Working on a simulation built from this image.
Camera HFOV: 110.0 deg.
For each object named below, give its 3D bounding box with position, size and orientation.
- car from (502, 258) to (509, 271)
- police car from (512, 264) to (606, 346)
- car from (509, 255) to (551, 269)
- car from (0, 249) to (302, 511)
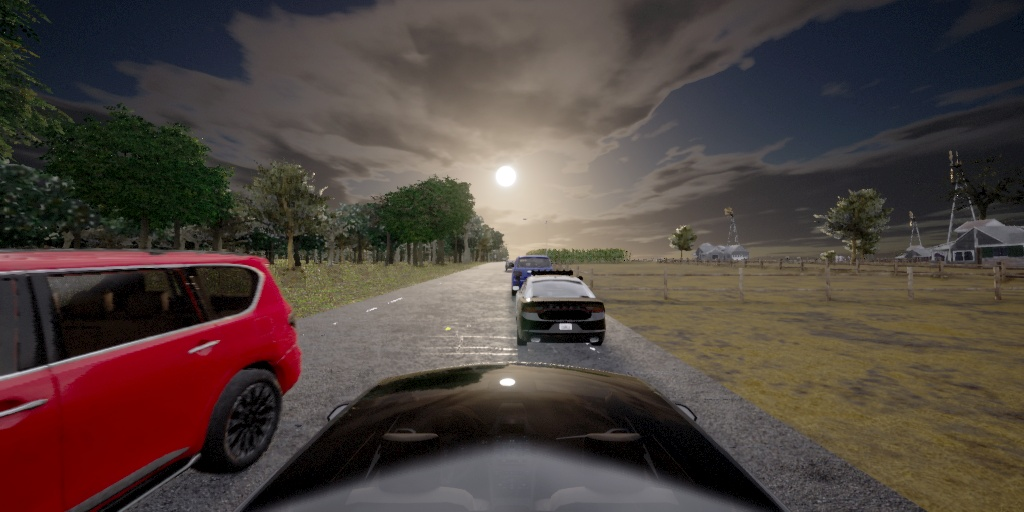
[{"bbox_3d":[0.041,1.253,50.110,2.128,1.511,4.902,0,0,1],"label":"car"},{"bbox_3d":[1.050,1.181,9.602,1.930,1.638,5.238,0,0,0],"label":"police car"},{"bbox_3d":[1.052,0.983,19.534,2.150,2.045,5.566,0,0,0],"label":"car"},{"bbox_3d":[-3.502,0.970,1.861,2.150,2.045,5.566,0,0,0],"label":"car"}]
